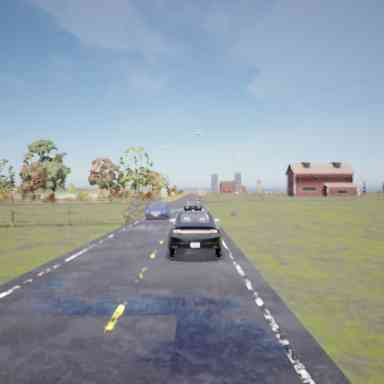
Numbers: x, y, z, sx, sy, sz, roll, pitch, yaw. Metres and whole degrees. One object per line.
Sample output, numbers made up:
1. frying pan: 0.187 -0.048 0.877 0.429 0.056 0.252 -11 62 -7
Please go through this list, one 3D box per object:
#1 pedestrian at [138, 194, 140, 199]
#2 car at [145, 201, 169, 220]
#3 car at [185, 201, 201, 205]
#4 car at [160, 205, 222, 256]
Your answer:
1. pedestrian: -12.133 1.421 75.707 0.375 1.860 0.375 0 1 0
2. car: -2.845 1.525 28.353 1.812 1.442 4.674 0 0 0
3. car: 0.112 1.601 35.992 1.895 1.301 4.718 0 0 0
4. car: 0.106 1.492 13.106 2.128 1.511 4.902 0 0 0
